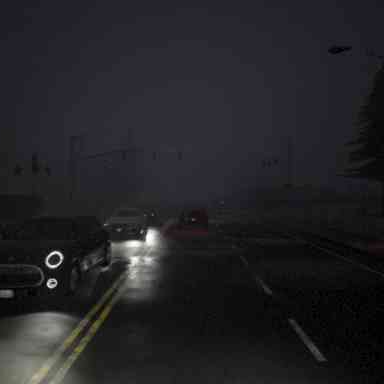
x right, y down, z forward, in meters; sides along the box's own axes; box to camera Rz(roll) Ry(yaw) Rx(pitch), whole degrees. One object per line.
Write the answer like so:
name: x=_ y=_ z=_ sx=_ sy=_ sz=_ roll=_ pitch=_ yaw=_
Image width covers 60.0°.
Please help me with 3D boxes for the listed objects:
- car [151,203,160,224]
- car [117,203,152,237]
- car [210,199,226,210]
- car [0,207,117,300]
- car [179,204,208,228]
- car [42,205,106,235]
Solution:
car: x=-3.503 y=1.619 z=25.338 sx=2.128 sy=1.511 sz=4.902 roll=0 pitch=0 yaw=0
car: x=-3.571 y=1.589 z=18.608 sx=1.812 sy=1.442 sz=4.674 roll=0 pitch=0 yaw=0
car: x=3.591 y=1.647 z=46.152 sx=2.128 sy=1.511 sz=4.902 roll=0 pitch=0 yaw=0
car: x=-3.589 y=1.382 z=8.664 sx=2.097 sy=1.767 sz=4.553 roll=0 pitch=0 yaw=0
car: x=0.097 y=1.556 z=22.927 sx=1.882 sy=1.535 sz=5.008 roll=0 pitch=0 yaw=0
car: x=-7.063 y=1.619 z=20.695 sx=2.033 sy=1.411 sz=5.357 roll=0 pitch=0 yaw=1
